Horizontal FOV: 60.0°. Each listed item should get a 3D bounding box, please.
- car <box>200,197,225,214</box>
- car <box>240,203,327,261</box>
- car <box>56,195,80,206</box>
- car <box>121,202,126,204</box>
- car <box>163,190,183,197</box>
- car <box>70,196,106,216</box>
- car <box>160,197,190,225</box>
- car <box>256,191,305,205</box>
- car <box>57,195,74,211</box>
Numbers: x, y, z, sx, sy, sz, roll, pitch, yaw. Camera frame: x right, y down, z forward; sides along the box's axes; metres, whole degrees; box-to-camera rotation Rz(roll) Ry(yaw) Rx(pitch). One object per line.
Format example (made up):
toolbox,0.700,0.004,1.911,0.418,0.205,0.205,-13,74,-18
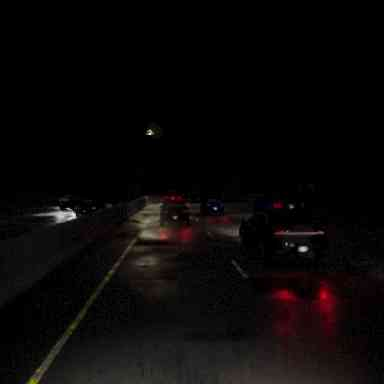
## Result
car,1.837,1.206,30.523,1.812,1.442,4.674,0,1,-4
car,2.979,1.358,11.730,2.128,1.511,4.902,0,1,-3
car,-16.799,1.141,45.248,1.812,1.442,4.674,0,0,-3
car,-15.217,2.885,77.335,1.895,1.301,4.718,0,-5,-4
car,-2.283,0.818,40.308,2.150,2.045,5.566,0,1,-4
car,-8.788,1.262,29.047,1.812,1.442,4.674,0,1,-4
car,-1.150,1.302,22.147,1.812,1.442,4.674,0,1,-4
car,5.836,0.966,22.654,2.150,2.045,5.566,0,1,-4
car,-12.735,1.281,36.084,1.895,1.301,4.718,0,1,-4
